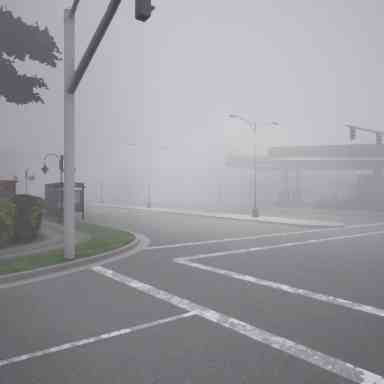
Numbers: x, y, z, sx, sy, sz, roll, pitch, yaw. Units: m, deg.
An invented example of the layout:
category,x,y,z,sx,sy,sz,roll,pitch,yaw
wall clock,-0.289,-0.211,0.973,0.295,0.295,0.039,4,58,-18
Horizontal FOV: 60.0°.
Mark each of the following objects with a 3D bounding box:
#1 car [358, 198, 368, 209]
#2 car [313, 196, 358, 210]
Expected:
category,x,y,z,sx,sy,sz,roll,pitch,yaw
car,21.171,1.455,44.179,1.970,1.475,3.806,0,0,-35
car,16.905,1.294,40.256,2.242,1.667,4.611,0,0,-35
